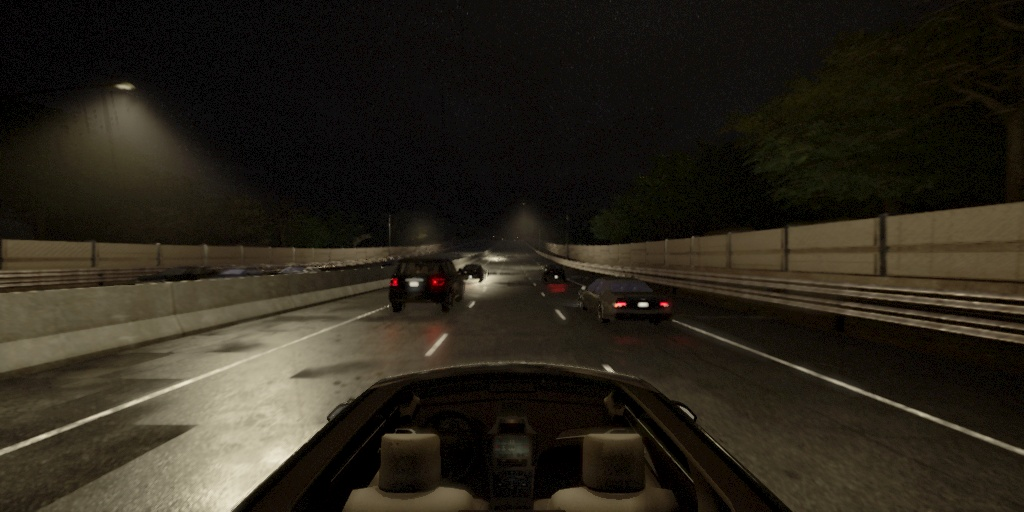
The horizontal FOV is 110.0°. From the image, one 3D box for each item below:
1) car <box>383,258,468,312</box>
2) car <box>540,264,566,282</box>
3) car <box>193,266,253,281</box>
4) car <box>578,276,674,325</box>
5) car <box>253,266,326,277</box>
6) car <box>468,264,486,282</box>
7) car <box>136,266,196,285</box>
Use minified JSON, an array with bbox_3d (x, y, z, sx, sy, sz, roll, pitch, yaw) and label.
[{"bbox_3d":[-3.397,1.102,15.150,2.150,2.045,5.566,0,0,0],"label":"car"},{"bbox_3d":[3.609,1.459,31.675,1.837,1.490,4.892,0,0,0],"label":"car"},{"bbox_3d":[-17.591,1.492,23.169,1.994,1.385,4.181,0,0,0],"label":"car"},{"bbox_3d":[3.603,1.407,12.356,2.033,1.411,5.357,0,0,0],"label":"car"},{"bbox_3d":[-14.090,1.422,23.655,2.128,1.511,4.902,0,0,0],"label":"car"},{"bbox_3d":[-3.391,1.459,31.726,1.837,1.490,4.892,0,0,0],"label":"car"},{"bbox_3d":[-21.091,1.405,23.077,1.882,1.535,5.008,0,0,0],"label":"car"}]
